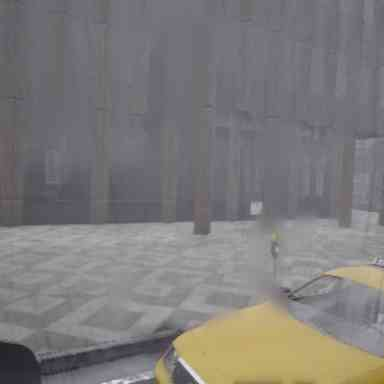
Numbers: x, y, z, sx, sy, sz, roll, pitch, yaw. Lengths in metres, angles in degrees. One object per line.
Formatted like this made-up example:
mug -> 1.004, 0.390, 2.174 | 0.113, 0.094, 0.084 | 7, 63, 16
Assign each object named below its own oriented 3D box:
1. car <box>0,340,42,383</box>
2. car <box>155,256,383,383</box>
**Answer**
car -> -2.817, 1.394, 1.115 | 4.313, 1.339, 1.947 | 1, 2, -28
car -> 2.025, 1.455, 3.653 | 4.829, 1.417, 1.752 | 1, 2, -28
